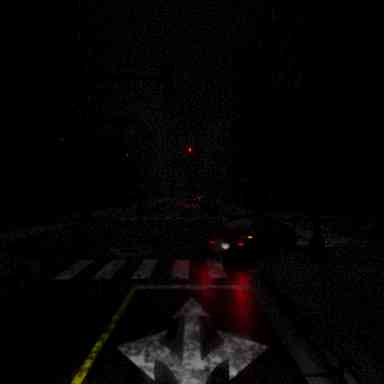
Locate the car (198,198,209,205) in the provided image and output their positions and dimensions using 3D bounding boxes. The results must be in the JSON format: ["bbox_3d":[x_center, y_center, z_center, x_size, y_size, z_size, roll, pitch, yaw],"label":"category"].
[{"bbox_3d":[2.348,1.970,68.146,2.008,1.369,4.403,0,0,0],"label":"car"}]

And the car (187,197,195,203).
[{"bbox_3d":[-0.280,1.849,78.127,1.812,1.442,4.674,0,0,0],"label":"car"}]

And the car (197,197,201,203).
[{"bbox_3d":[2.338,1.907,57.125,1.947,1.339,4.313,0,0,0],"label":"car"}]

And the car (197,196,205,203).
[{"bbox_3d":[2.367,2.026,90.190,1.967,1.590,4.097,0,0,0],"label":"car"}]

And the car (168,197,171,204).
[{"bbox_3d":[-5.682,1.930,62.642,2.008,1.369,4.403,0,0,0],"label":"car"}]

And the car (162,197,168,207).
[{"bbox_3d":[-5.686,1.923,57.131,1.802,1.307,4.206,0,0,0],"label":"car"}]

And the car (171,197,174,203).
[{"bbox_3d":[-5.672,1.900,73.664,1.967,1.590,4.097,0,0,0],"label":"car"}]

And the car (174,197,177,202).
[{"bbox_3d":[-5.663,2.094,84.685,2.008,1.369,4.403,0,0,0],"label":"car"}]

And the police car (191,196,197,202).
[{"bbox_3d":[0.559,2.046,94.671,1.930,1.638,5.238,0,0,0],"label":"police car"}]

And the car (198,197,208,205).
[{"bbox_3d":[2.334,1.886,51.615,1.802,1.307,4.206,0,0,0],"label":"car"}]

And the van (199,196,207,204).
[{"bbox_3d":[2.352,1.801,73.658,1.690,1.788,3.998,0,0,0],"label":"van"}]

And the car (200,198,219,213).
[{"bbox_3d":[2.324,1.798,40.592,1.947,1.339,4.313,0,0,0],"label":"car"}]

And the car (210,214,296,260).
[{"bbox_3d":[2.415,1.567,12.738,1.812,1.442,4.674,-1,0,35],"label":"car"}]

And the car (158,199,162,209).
[{"bbox_3d":[-5.696,1.708,46.111,1.967,1.590,4.097,0,0,0],"label":"car"}]

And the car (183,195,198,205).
[{"bbox_3d":[-0.289,1.638,67.773,2.150,2.045,5.566,0,0,0],"label":"car"}]

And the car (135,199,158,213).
[{"bbox_3d":[-5.701,1.672,40.601,1.967,1.590,4.097,0,0,0],"label":"car"}]

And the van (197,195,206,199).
[{"bbox_3d":[2.343,1.721,62.637,1.690,1.788,3.998,0,0,0],"label":"van"}]
